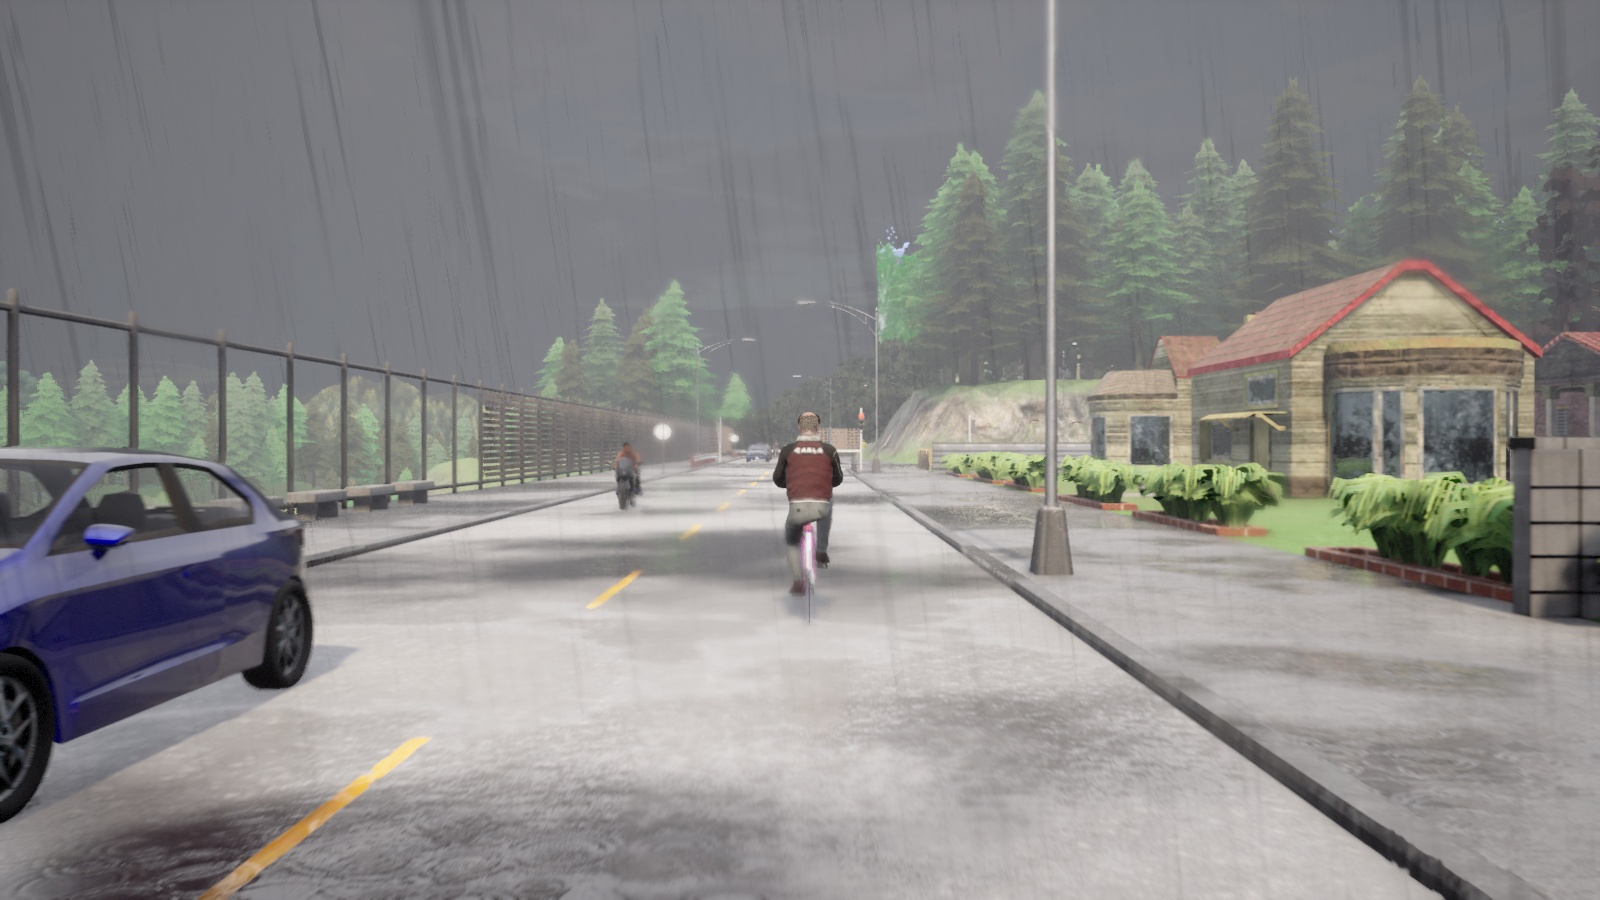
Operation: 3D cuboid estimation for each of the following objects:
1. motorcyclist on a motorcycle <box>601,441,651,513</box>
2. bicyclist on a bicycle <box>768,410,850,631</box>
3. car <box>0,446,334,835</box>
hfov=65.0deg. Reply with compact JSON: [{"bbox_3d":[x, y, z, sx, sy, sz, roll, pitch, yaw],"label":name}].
[{"bbox_3d":[-3.827,0.569,27.775,0.797,1.523,2.044,0,0,0],"label":"motorcyclist on a motorcycle"},{"bbox_3d":[0.078,0.555,10.985,0.659,1.776,1.843,0,1,0],"label":"bicyclist on a bicycle"},{"bbox_3d":[-3.950,0.723,6.077,1.816,1.474,4.193,0,0,0],"label":"car"}]
